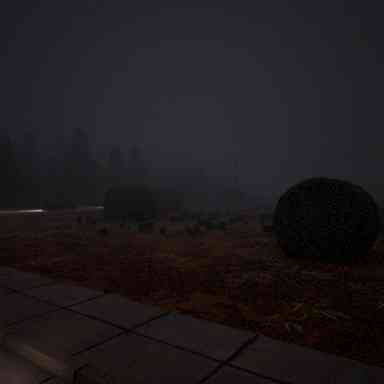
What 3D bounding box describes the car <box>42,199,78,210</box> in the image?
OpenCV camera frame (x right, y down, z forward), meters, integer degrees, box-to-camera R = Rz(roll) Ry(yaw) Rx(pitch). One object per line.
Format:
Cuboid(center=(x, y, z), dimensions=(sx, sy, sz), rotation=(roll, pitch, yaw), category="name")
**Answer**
Cuboid(center=(-16.759, 1.555, 42.339), dimensions=(1.994, 1.385, 4.181), rotation=(0, 0, 37), category="car")
